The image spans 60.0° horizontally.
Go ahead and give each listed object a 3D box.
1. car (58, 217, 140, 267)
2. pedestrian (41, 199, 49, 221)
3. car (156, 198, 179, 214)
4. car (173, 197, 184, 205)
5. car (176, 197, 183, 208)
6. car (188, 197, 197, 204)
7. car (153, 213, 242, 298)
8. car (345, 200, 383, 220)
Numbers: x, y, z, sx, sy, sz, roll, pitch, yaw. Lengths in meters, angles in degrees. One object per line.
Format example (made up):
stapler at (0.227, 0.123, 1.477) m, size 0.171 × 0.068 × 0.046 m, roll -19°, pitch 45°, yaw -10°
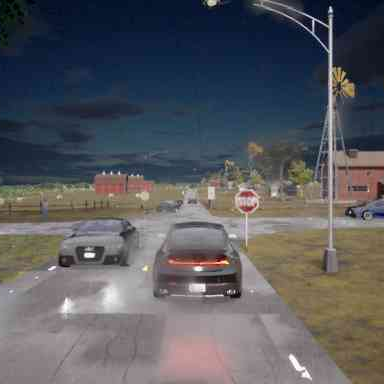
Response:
car at (-2.905, 1.567, 11.218) m, size 1.994 × 1.385 × 4.181 m, roll 0°, pitch 0°, yaw -2°
pedestrian at (-12.120, 1.465, 27.530) m, size 0.375 × 1.860 × 0.375 m, roll 0°, pitch 2°, yaw 0°
car at (-2.830, 1.667, 37.136) m, size 1.895 × 1.301 × 4.718 m, roll 0°, pitch 0°, yaw 1°
car at (-2.690, 1.811, 67.392) m, size 2.128 × 1.511 × 4.902 m, roll 0°, pitch -1°, yaw 1°
car at (-2.771, 1.688, 47.117) m, size 1.994 × 1.385 × 4.181 m, roll 0°, pitch 0°, yaw 0°
car at (0.098, 1.941, 74.757) m, size 1.812 × 1.442 × 4.674 m, roll 0°, pitch -1°, yaw 0°
car at (0.139, 1.507, 8.506) m, size 1.837 × 1.490 × 4.892 m, roll 0°, pitch 0°, yaw 1°
car at (13.532, 1.267, 24.345) m, size 4.181 × 1.385 × 1.994 m, roll -1°, pitch 1°, yaw -2°
